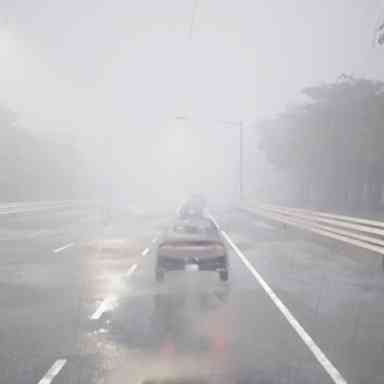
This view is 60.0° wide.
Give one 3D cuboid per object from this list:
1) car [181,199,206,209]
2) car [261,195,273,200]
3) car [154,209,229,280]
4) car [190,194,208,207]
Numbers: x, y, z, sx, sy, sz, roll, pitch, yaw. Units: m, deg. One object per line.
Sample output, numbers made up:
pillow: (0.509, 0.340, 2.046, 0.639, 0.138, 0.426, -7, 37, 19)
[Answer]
car: (-0.033, 1.594, 29.721, 1.994, 1.385, 4.181, 0, 0, 0)
car: (20.654, 1.462, 91.402, 2.128, 1.511, 4.902, 0, 0, 41)
car: (-0.008, 1.501, 9.947, 2.128, 1.511, 4.902, 0, 0, 0)
car: (1.000, 1.280, 48.684, 2.150, 2.045, 5.566, -1, 0, 9)
